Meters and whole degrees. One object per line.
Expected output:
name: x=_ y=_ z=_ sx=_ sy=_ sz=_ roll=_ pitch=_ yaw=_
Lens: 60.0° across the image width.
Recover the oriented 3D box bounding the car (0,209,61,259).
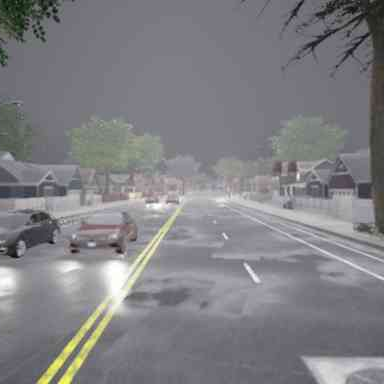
car: x=-6.587 y=1.459 z=12.538 sx=1.837 sy=1.490 sz=4.892 roll=0 pitch=0 yaw=0

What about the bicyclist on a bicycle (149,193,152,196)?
bicyclist on a bicycle: x=-8.248 y=1.042 z=66.345 sx=0.659 sy=1.776 sz=1.843 roll=0 pitch=0 yaw=2

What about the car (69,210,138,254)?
car: x=-3.337 y=1.478 z=13.388 sx=1.812 sy=1.442 sz=4.674 roll=0 pitch=0 yaw=0

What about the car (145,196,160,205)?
car: x=-6.417 y=1.322 z=54.077 sx=1.994 sy=1.385 sz=4.181 roll=0 pitch=0 yaw=1

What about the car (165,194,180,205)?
car: x=-3.170 y=1.112 z=54.015 sx=2.097 sy=1.767 sz=4.553 roll=0 pitch=0 yaw=1
